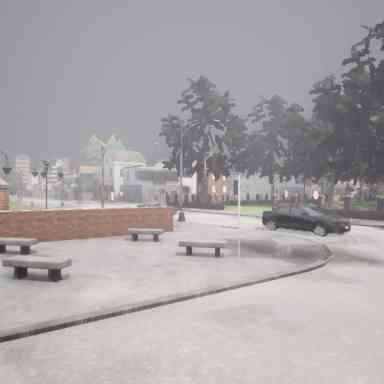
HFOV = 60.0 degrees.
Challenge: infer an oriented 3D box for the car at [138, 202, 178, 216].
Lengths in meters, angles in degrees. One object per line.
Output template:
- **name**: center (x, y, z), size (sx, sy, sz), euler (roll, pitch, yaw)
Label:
- **car**: center (-3.297, 1.601, 31.557), size (1.895, 1.301, 4.718), euler (0, 0, -35)

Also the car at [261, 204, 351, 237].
- **car**: center (6.146, 1.478, 18.419), size (1.882, 1.535, 5.008), euler (0, 0, -37)
